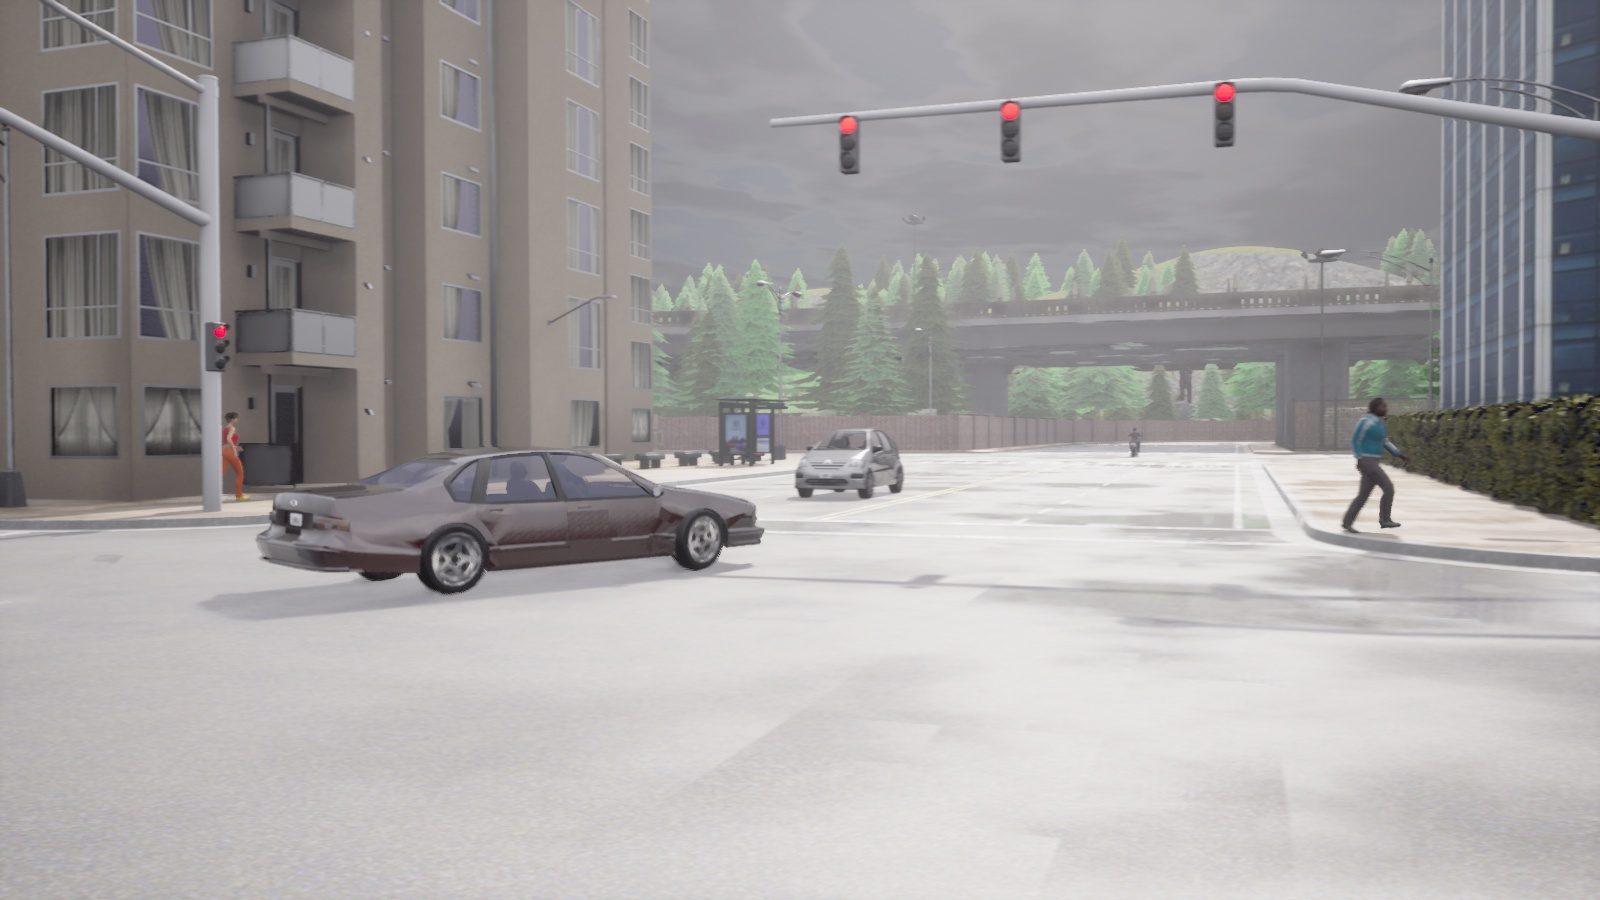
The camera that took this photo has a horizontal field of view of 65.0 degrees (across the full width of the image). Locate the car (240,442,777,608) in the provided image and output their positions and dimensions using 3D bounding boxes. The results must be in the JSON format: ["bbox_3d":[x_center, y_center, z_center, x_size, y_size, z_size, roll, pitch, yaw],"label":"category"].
[{"bbox_3d":[-2.924,0.645,13.596,5.357,1.411,2.033,-1,1,-43],"label":"car"}]

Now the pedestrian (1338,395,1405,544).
[{"bbox_3d":[7.588,0.246,16.678,0.396,1.930,0.692,-1,1,-41],"label":"pedestrian"}]

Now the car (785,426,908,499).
[{"bbox_3d":[1.198,0.247,30.123,1.851,1.617,3.988,1,1,19],"label":"car"}]

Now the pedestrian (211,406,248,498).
[{"bbox_3d":[-11.455,0.038,25.224,0.345,1.836,0.594,1,1,33],"label":"pedestrian"}]
